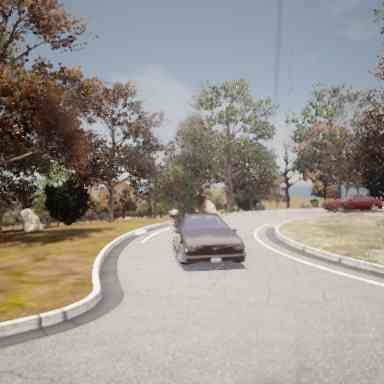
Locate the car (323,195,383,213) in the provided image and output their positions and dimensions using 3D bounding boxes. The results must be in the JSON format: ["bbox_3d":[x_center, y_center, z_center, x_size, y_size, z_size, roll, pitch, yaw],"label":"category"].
[{"bbox_3d":[14.322,1.026,29.729,5.008,1.535,1.882,-1,0,-5],"label":"car"}]

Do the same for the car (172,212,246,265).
[{"bbox_3d":[0.309,1.443,11.650,2.033,1.411,5.357,-1,1,-7],"label":"car"}]
